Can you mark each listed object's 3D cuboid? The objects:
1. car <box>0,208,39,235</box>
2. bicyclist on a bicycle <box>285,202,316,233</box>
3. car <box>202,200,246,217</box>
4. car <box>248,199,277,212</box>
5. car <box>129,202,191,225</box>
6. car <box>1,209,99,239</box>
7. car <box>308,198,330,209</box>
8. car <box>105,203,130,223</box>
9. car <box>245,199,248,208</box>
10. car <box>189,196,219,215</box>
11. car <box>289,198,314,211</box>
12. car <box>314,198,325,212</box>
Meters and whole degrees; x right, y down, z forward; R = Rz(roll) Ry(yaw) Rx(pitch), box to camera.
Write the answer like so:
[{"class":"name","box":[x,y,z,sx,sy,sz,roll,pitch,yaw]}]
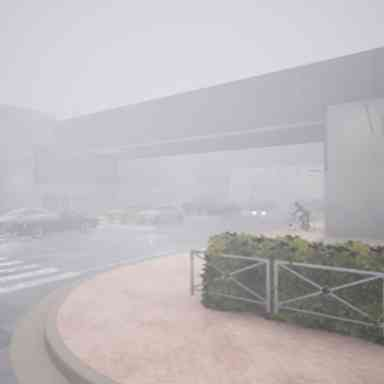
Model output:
[{"class":"car","box":[-10.585,1.737,20.826,1.812,1.442,4.674,-1,0,37]},{"class":"bicyclist on a bicycle","box":[5.809,1.360,17.934,1.656,1.620,0.582,-1,-1,36]},{"class":"car","box":[3.343,1.776,34.229,1.895,1.301,4.718,-1,0,36]},{"class":"car","box":[9.327,1.738,42.548,1.994,1.385,4.181,-1,0,36]},{"class":"car","box":[-2.385,1.701,26.215,1.812,1.442,4.674,-1,0,36]},{"class":"car","box":[-7.703,1.776,18.767,1.895,1.301,4.718,-1,0,36]},{"class":"car","box":[19.271,1.642,50.345,1.837,1.490,4.892,-1,0,36]},{"class":"car","box":[-5.127,1.689,28.398,1.882,1.535,5.008,-1,0,36]},{"class":"car","box":[8.303,1.700,47.095,2.128,1.511,4.902,-1,0,36]},{"class":"car","box":[1.100,1.432,37.110,2.150,2.045,5.566,-1,0,36]},{"class":"car","box":[13.934,1.662,42.776,1.812,1.442,4.674,-1,0,36]},{"class":"car","box":[16.814,1.665,40.773,1.994,1.385,4.181,-1,0,35]}]
